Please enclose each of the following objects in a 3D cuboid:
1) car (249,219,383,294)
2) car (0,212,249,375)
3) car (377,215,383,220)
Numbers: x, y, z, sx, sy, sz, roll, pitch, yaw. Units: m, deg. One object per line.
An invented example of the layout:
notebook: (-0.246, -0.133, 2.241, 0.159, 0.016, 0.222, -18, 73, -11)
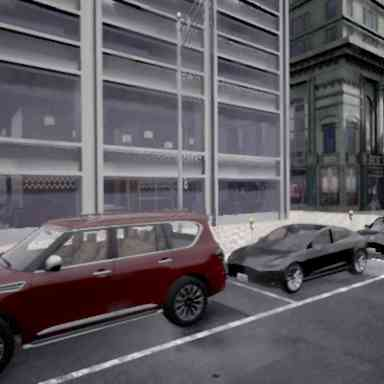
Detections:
car: (2.905, 1.525, 8.717, 4.313, 1.339, 1.947, 0, 0, -35)
car: (-1.689, 1.306, 5.448, 5.009, 1.841, 2.192, 0, 0, -35)
car: (7.496, 1.493, 11.987, 4.313, 1.339, 1.947, 0, 0, -35)
